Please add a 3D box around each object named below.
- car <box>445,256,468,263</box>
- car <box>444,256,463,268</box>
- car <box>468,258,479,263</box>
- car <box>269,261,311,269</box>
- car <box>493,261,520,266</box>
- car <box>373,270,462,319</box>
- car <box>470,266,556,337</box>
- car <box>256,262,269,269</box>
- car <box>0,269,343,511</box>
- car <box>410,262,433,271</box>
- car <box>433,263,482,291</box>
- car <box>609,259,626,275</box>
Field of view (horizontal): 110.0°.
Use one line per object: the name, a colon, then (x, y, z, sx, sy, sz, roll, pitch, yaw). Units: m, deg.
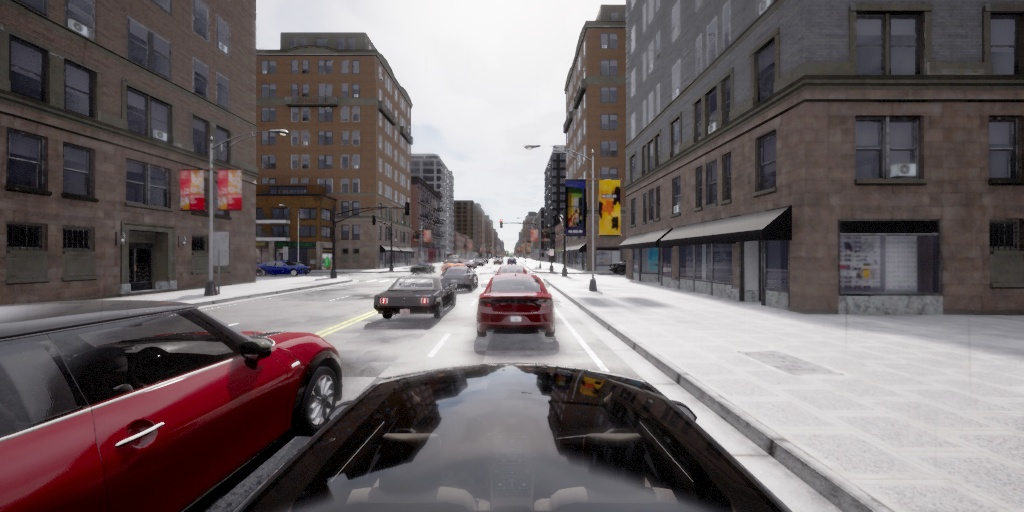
car: (-6.612, 1.108, 40.354, 2.097, 1.767, 4.553, 0, 0, 0)
car: (-9.838, 0.960, 60.745, 2.150, 2.045, 5.566, 0, 0, 0)
car: (-6.605, 1.307, 55.260, 1.994, 1.385, 4.181, 0, 0, 0)
car: (-22.755, 1.219, 35.655, 5.008, 1.535, 1.882, 0, 0, 0)
car: (-0.004, 1.227, 19.881, 1.882, 1.535, 5.008, 0, 0, 0)
car: (-3.153, 1.351, 12.785, 1.895, 1.301, 4.718, 0, 0, 0)
car: (0.099, 1.228, 10.310, 1.882, 1.535, 5.008, 0, 0, 0)
car: (-25.424, 1.170, 33.129, 4.097, 1.591, 1.967, 0, 0, 0)
car: (-3.152, 1.102, 2.626, 2.097, 1.767, 4.553, 0, 0, 0)
car: (-9.858, 1.364, 39.987, 1.895, 1.301, 4.718, 0, 0, 0)
car: (-3.156, 1.313, 21.542, 1.994, 1.385, 4.181, 0, 0, 0)
car: (13.365, 1.009, 38.784, 5.566, 2.045, 2.150, 0, 0, 0)
